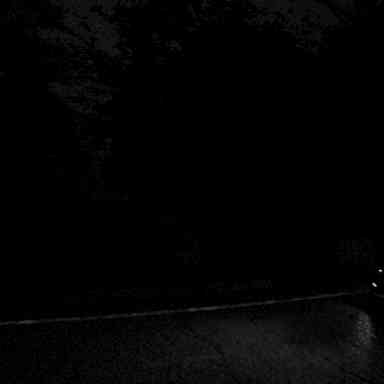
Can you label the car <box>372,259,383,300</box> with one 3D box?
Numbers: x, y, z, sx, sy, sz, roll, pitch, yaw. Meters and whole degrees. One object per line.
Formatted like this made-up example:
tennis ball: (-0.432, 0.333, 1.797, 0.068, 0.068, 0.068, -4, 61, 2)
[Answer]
car: (5.894, 1.551, 6.678, 4.902, 1.511, 2.128, 1, 0, -21)
